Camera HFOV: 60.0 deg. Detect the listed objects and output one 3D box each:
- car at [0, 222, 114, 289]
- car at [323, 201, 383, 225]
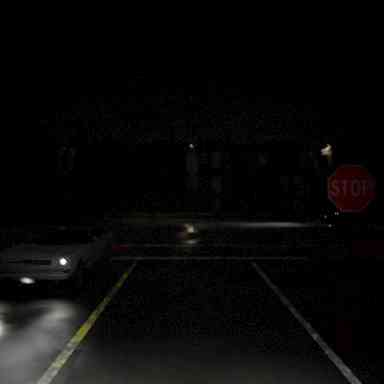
[{"bbox_3d":[-3.540,1.562,9.236,1.895,1.301,4.718,0,0,-2],"label":"car"},{"bbox_3d":[11.331,1.377,22.270,4.902,1.511,2.128,0,0,-4],"label":"car"}]
